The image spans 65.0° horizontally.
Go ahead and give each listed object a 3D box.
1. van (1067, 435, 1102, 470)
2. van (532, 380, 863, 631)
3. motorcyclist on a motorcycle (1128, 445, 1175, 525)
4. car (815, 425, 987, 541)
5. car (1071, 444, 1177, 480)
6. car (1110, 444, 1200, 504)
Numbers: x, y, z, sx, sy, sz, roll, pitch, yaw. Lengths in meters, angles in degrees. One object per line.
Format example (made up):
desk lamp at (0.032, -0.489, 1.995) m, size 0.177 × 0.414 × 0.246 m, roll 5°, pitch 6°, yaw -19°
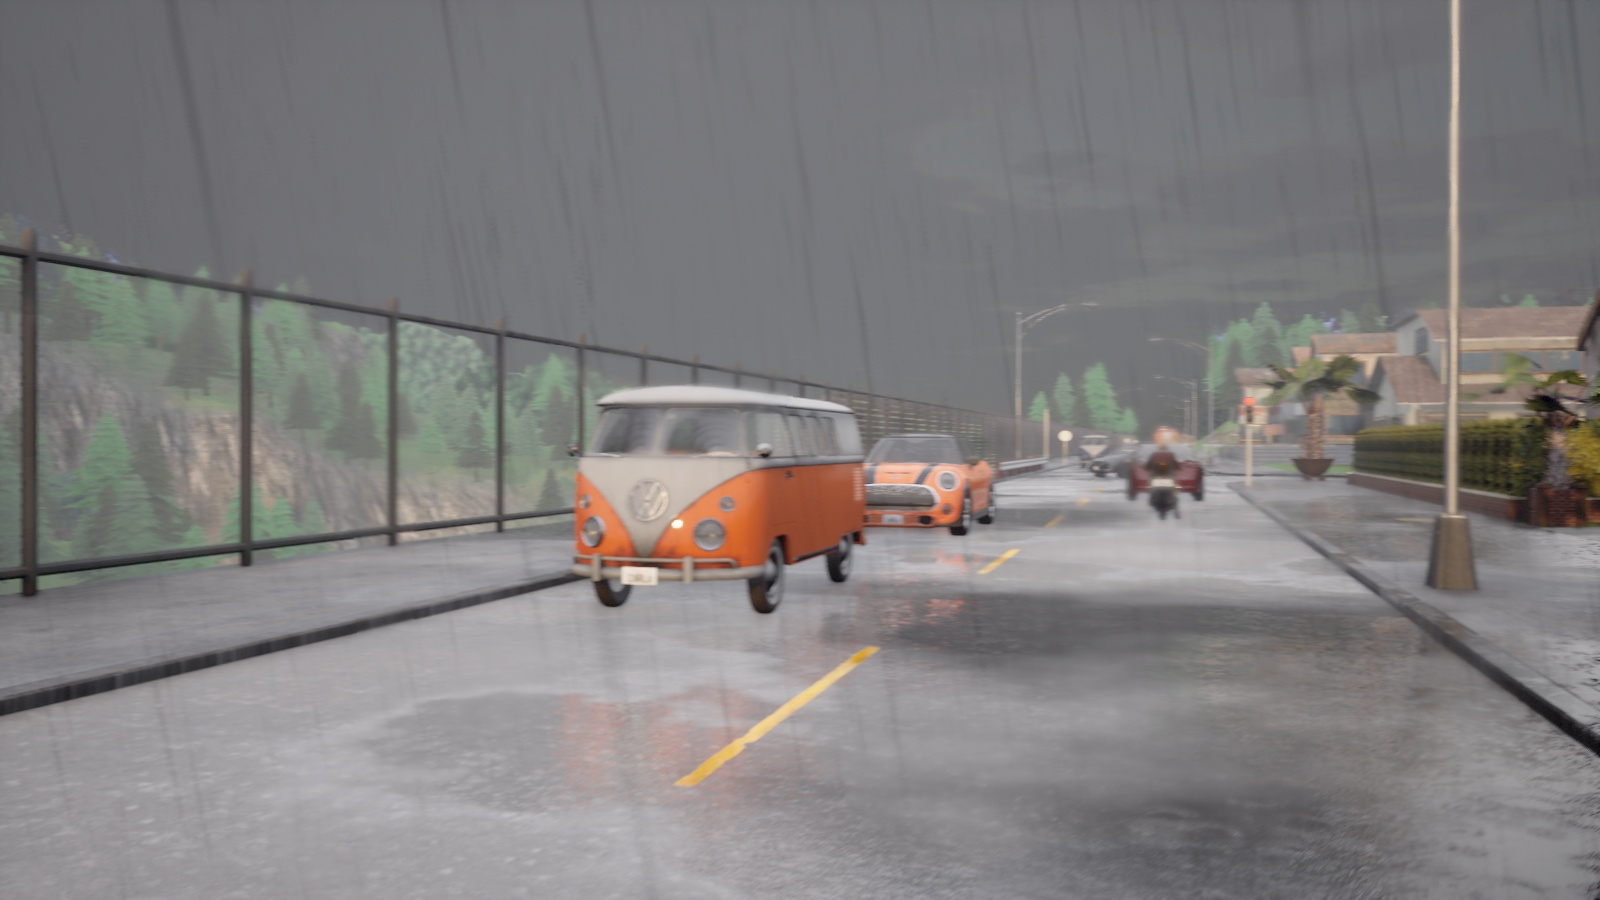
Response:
van at (17.002, 0.128, 74.905) m, size 1.775 × 1.987 × 4.442 m, roll 0°, pitch 0°, yaw 16°
van at (-0.757, 0.423, 12.282) m, size 1.775 × 1.987 × 4.442 m, roll 0°, pitch 0°, yaw 16°
motorcyclist on a motorcycle at (7.088, 0.662, 25.293) m, size 0.866 × 1.530 × 2.191 m, roll 0°, pitch 0°, yaw 16°
car at (1.864, 0.485, 21.527) m, size 2.097 × 1.767 × 4.553 m, roll 0°, pitch 0°, yaw 16°
car at (13.876, 0.501, 53.851) m, size 4.193 × 1.474 × 1.816 m, roll 0°, pitch 0°, yaw -25°
car at (9.572, 0.586, 33.963) m, size 2.163 × 1.488 × 4.792 m, roll 0°, pitch 0°, yaw 15°
